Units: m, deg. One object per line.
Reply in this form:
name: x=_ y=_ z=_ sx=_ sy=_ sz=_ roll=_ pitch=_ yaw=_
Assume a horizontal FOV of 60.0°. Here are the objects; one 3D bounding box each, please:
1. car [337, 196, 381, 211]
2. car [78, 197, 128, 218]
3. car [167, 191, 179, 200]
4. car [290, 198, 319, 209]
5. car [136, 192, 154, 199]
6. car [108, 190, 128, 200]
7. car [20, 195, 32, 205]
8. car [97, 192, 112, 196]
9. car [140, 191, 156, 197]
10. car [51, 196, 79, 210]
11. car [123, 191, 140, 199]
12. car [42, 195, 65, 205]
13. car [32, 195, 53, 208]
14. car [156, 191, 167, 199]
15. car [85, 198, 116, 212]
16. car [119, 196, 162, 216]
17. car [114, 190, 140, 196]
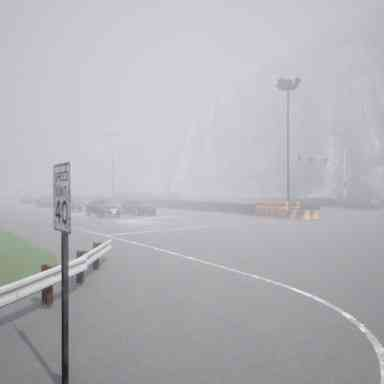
car: x=19.917 y=1.257 z=39.934 sx=2.097 sy=1.767 sz=4.553 roll=0 pitch=0 yaw=-38
car: x=-8.044 y=1.424 z=29.816 sx=2.128 sy=1.511 sz=4.902 roll=0 pitch=0 yaw=-38
car: x=-4.948 y=0.815 z=71.416 sx=2.150 sy=2.045 sz=5.566 roll=0 pitch=1 yaw=-38
car: x=10.746 y=1.434 z=34.598 sx=1.837 sy=1.490 sz=4.892 roll=0 pitch=1 yaw=-38
car: x=-11.350 y=0.903 z=79.599 sx=2.128 sy=1.511 sz=4.902 roll=0 pitch=1 yaw=-38
car: x=-16.870 y=0.661 z=75.295 sx=2.150 sy=2.045 sz=5.566 roll=0 pitch=1 yaw=-38
car: x=-25.715 y=1.212 z=52.424 sx=1.812 sy=1.442 sz=4.674 roll=0 pitch=1 yaw=-37
car: x=-19.618 y=0.799 z=73.127 sx=2.097 sy=1.767 sz=4.553 roll=0 pitch=1 yaw=-38
car: x=-10.139 y=0.838 z=66.855 sx=2.150 sy=2.045 sz=5.566 roll=0 pitch=1 yaw=-38
car: x=-13.770 y=1.491 z=37.093 sx=1.895 sy=1.301 sz=4.718 roll=0 pitch=0 yaw=-38
car: x=-14.086 y=0.741 z=77.416 sx=2.097 sy=1.767 sz=4.553 roll=0 pitch=1 yaw=-38
car: x=-22.497 y=1.237 z=53.983 sx=2.033 sy=1.411 sz=5.357 roll=0 pitch=1 yaw=-38
car: x=-19.485 y=1.318 z=44.406 sx=1.837 sy=1.490 sz=4.892 roll=0 pitch=1 yaw=-38
car: x=-7.921 y=0.951 z=69.536 sx=2.097 sy=1.767 sz=4.553 roll=0 pitch=1 yaw=-38
car: x=-10.708 y=1.449 z=38.857 sx=1.994 sy=1.385 sz=4.181 roll=0 pitch=0 yaw=-38
car: x=-5.229 y=1.430 z=31.898 sx=1.837 sy=1.490 sz=4.892 roll=0 pitch=0 yaw=-38
car: x=-12.950 y=0.843 z=64.768 sx=2.150 sy=2.045 sz=5.566 roll=0 pitch=1 yaw=-38
